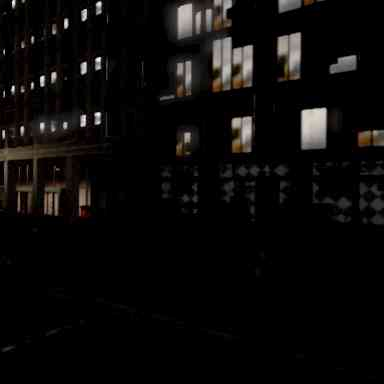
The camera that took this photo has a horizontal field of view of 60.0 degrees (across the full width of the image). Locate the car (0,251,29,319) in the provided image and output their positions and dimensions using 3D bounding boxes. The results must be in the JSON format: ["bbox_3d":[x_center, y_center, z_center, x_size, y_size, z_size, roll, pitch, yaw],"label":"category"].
[{"bbox_3d":[-4.781,1.567,6.239,4.313,1.339,1.947,0,1,35],"label":"car"}]
